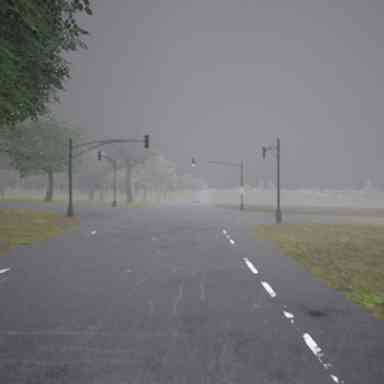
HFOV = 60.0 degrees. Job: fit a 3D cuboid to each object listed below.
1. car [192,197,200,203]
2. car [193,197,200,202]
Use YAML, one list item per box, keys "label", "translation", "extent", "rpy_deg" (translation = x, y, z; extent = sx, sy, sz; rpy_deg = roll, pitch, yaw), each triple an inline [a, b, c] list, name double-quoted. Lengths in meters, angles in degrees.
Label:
- label: "car"
  translation: [1.016, 2.096, 83.981]
  extent: [1.994, 1.385, 4.181]
  rpy_deg: [0, -1, 1]
- label: "car"
  translation: [1.239, 2.203, 94.020]
  extent: [1.837, 1.490, 4.892]
  rpy_deg: [0, -2, 1]
